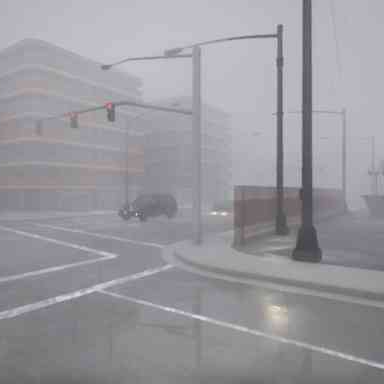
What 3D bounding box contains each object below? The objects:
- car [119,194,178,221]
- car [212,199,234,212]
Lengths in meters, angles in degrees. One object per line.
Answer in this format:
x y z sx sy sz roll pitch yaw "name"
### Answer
-3.440 1.208 27.305 2.150 2.045 5.566 0 0 35 "car"
4.038 1.551 38.170 1.994 1.385 4.181 0 0 35 "car"
